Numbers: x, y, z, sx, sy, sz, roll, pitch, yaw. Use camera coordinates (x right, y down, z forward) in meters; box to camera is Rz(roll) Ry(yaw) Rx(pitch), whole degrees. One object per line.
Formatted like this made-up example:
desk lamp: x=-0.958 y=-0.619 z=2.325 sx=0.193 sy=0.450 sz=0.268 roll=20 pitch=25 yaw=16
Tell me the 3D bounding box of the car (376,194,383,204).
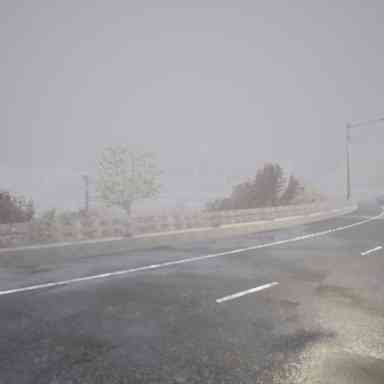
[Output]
car: x=31.151 y=1.062 z=53.687 sx=2.097 sy=1.767 sz=4.553 roll=0 pitch=0 yaw=20
